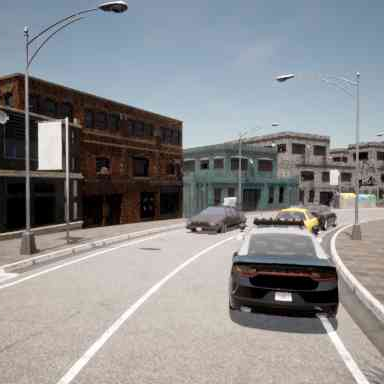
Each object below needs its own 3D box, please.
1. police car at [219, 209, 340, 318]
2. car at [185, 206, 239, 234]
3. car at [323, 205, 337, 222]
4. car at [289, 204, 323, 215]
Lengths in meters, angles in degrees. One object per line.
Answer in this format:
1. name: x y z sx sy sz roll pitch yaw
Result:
1. police car: 2.003 1.428 7.706 1.930 1.638 5.238 0 0 13
2. car: 1.585 1.522 19.459 2.033 1.411 5.357 1 0 28
3. car: 7.923 1.536 21.234 1.837 1.490 4.892 1 0 34
4. car: 5.186 1.471 16.560 1.801 1.575 5.366 1 0 26
